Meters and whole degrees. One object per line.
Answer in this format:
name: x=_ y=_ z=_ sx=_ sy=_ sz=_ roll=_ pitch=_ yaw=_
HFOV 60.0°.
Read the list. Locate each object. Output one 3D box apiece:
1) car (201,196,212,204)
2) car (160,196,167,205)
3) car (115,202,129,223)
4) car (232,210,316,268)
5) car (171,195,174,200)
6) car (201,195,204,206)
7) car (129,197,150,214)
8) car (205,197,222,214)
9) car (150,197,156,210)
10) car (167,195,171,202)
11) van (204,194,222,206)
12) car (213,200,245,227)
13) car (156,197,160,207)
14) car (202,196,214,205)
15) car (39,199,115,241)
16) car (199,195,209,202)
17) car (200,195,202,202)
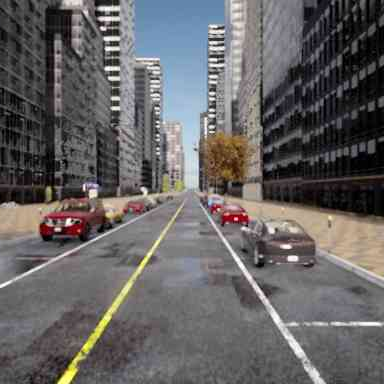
car: x=2.633 y=1.440 z=62.031 sx=1.802 sy=1.307 sz=4.206 roll=0 pitch=0 yaw=0
car: x=-5.743 y=1.438 z=56.356 sx=1.947 sy=1.339 sz=4.313 roll=0 pitch=0 yaw=0
car: x=-5.712 y=1.476 z=22.179 sx=1.752 sy=1.417 sz=4.829 roll=0 pitch=0 yaw=0
car: x=2.679 y=1.526 z=11.020 sx=2.008 sy=1.369 sz=4.403 roll=0 pitch=0 yaw=0
car: x=-5.774 y=1.354 z=90.365 sx=1.947 sy=1.339 sz=4.313 roll=0 pitch=0 yaw=0
car: x=2.648 y=1.450 z=45.027 sx=2.008 sy=1.369 sz=4.403 roll=0 pitch=0 yaw=0
car: x=-5.723 y=1.469 z=33.685 sx=1.887 sy=1.381 sz=4.507 roll=0 pitch=0 yaw=0
car: x=2.658 y=1.470 z=33.691 sx=1.887 sy=1.381 sz=4.507 roll=0 pitch=0 yaw=0
car: x=-5.728 y=1.477 z=39.353 sx=1.947 sy=1.339 sz=4.313 roll=0 pitch=0 yaw=0
car: x=-5.753 y=1.426 z=67.693 sx=1.802 sy=1.307 sz=4.206 roll=0 pitch=0 yaw=0
van: x=2.653 y=1.253 z=39.358 sx=1.690 sy=1.788 sz=3.998 roll=0 pitch=0 yaw=0
car: x=2.668 y=1.495 z=22.356 sx=1.887 sy=1.381 sz=4.507 roll=0 pitch=0 yaw=0
car: x=-5.732 y=1.424 z=44.851 sx=1.752 sy=1.417 sz=4.829 roll=0 pitch=0 yaw=0
car: x=2.637 y=1.397 z=56.533 sx=1.752 sy=1.417 sz=4.829 roll=0 pitch=0 yaw=0
car: x=-5.708 y=1.277 z=16.680 sx=2.192 sy=1.841 sz=5.009 roll=0 pitch=0 yaw=0
car: x=2.622 y=1.397 z=73.368 sx=1.947 sy=1.339 sz=4.313 roll=0 pitch=0 yaw=0
car: x=2.642 y=1.201 z=50.695 sx=2.192 sy=1.841 sz=5.009 roll=0 pitch=0 yaw=0
